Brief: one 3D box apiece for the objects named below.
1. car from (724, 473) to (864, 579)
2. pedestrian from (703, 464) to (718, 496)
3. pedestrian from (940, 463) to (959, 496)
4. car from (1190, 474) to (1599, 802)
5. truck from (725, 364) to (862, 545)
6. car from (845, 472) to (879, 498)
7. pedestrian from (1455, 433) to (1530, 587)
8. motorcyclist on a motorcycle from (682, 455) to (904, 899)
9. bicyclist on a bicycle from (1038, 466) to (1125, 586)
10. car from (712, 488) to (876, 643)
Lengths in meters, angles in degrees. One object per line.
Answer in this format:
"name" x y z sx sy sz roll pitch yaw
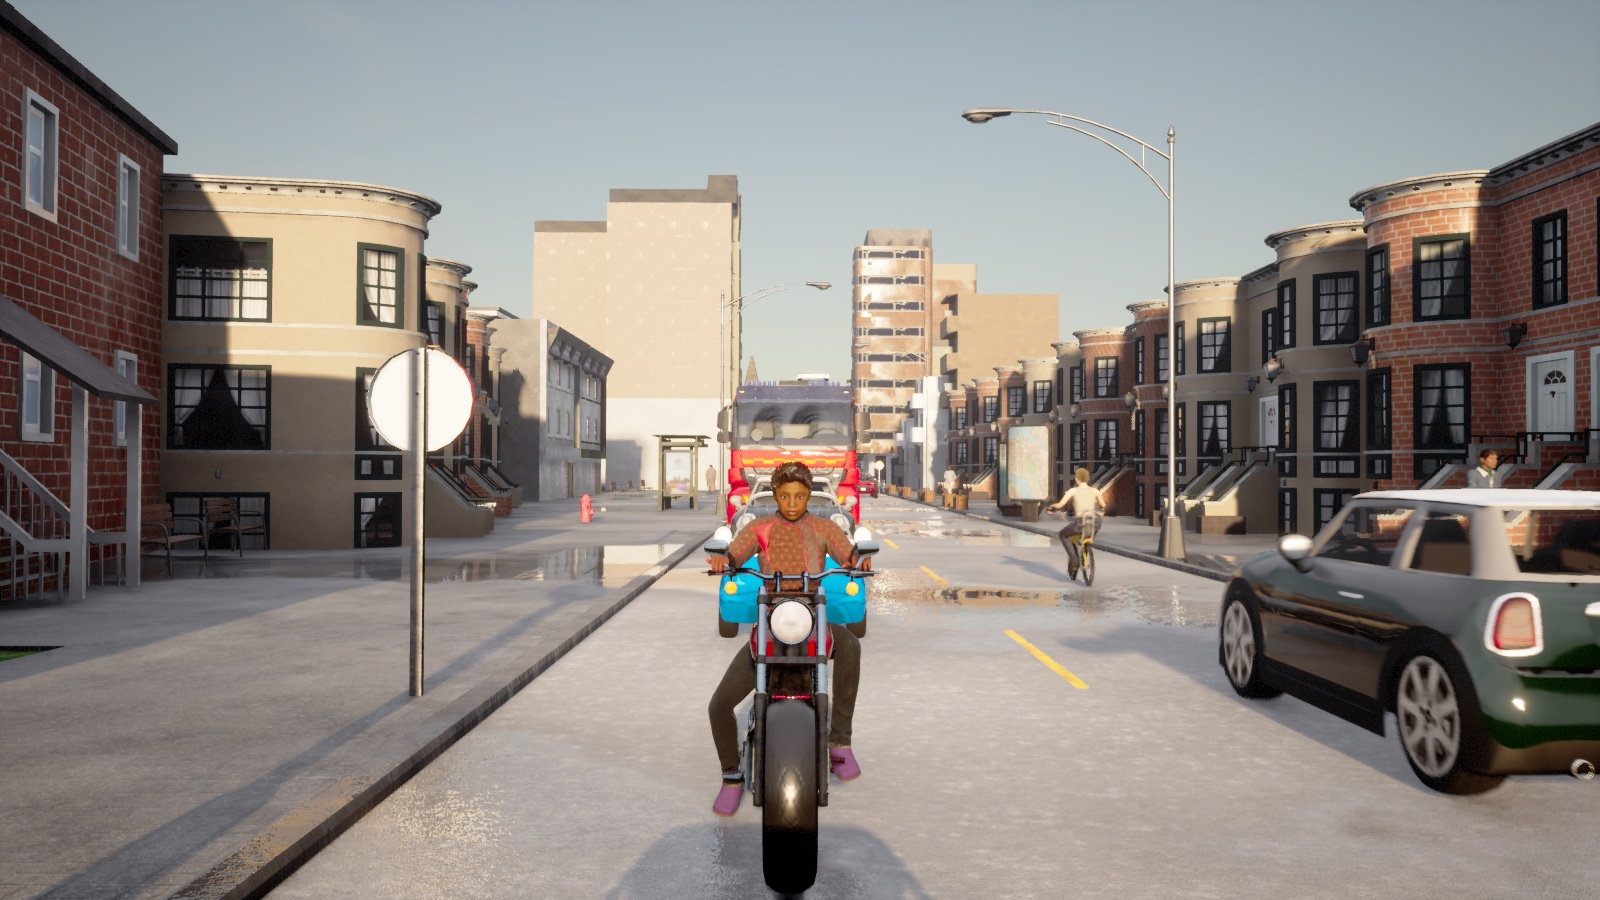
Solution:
"car" -0.096 1.109 19.632 1.970 1.475 3.806 0 -1 0
"pedestrian" -5.420 1.819 76.033 0.659 1.952 0.873 0 -1 -19
"pedestrian" 8.534 1.690 71.610 0.874 1.855 0.900 -1 -1 21
"car" 3.961 0.892 7.626 1.970 1.475 3.806 0 -1 0
"truck" -0.150 0.167 30.826 2.891 3.827 8.468 0 -1 0
"car" 3.651 2.061 74.464 1.816 1.474 4.193 0 -1 0
"pedestrian" 9.001 0.762 16.338 0.423 1.949 0.788 0 -1 -11
"motorcyclist on a motorcycle" -0.031 0.858 5.541 0.766 1.649 2.350 0 -1 0
"bicyclist on a bicycle" 3.919 1.030 17.598 0.866 1.612 1.509 0 -1 0
"car" -0.062 1.078 12.451 1.481 1.376 2.207 0 -1 0
